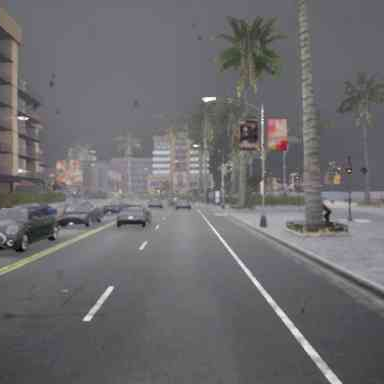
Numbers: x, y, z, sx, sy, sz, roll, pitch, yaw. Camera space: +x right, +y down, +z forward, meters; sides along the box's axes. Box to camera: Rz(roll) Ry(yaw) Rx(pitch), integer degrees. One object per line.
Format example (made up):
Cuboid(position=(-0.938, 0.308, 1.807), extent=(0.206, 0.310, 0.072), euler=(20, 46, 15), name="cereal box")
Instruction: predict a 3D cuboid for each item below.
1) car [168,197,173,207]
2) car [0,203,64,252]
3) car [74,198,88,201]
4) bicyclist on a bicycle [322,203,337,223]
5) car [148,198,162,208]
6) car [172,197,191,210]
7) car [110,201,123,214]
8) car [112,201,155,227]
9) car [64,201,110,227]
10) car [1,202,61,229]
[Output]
Cuboid(position=(-2.725, 1.530, 53.514), extent=(2.128, 1.511, 4.902), euler=(0, 0, -13), name="car")
Cuboid(position=(-7.401, 1.397, 14.028), extent=(2.097, 1.767, 4.553), euler=(0, 0, -1), name="car")
Cuboid(position=(-11.392, 1.566, 33.645), extent=(2.128, 1.511, 4.902), euler=(0, 0, -1), name="car")
Cuboid(position=(6.989, 1.272, 17.828), extent=(1.656, 1.620, 0.582), euler=(-1, 0, -1), name="bicyclist on a bicycle")
Cuboid(position=(-5.330, 1.614, 47.804), extent=(1.994, 1.385, 4.181), euler=(0, 0, -9), name="car")
Cuboid(position=(-1.201, 1.590, 43.775), extent=(1.994, 1.385, 4.181), euler=(0, 0, -5), name="car")
Cuboid(position=(-7.863, 1.604, 34.155), extent=(2.033, 1.411, 5.357), euler=(0, 0, -1), name="car")
Cuboid(position=(-3.920, 1.595, 23.035), extent=(1.994, 1.385, 4.181), euler=(0, 0, -1), name="car")
Cuboid(position=(-7.625, 1.598, 23.497), extent=(2.033, 1.411, 5.357), euler=(0, 0, -1), name="car")
Cuboid(position=(-11.128, 1.546, 23.425), extent=(1.882, 1.535, 5.008), euler=(0, 0, -2), name="car")
